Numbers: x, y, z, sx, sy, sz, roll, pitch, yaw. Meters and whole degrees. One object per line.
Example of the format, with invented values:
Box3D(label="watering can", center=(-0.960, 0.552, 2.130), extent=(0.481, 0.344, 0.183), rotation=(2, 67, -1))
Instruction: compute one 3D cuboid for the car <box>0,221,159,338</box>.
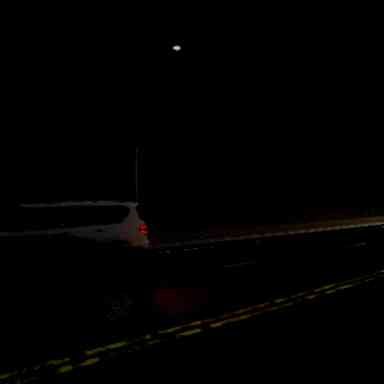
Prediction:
Box3D(label="car", center=(-2.974, 1.489, 5.583), extent=(5.008, 1.535, 1.882), rotation=(1, 0, -36))

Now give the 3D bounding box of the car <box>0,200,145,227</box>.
Box3D(label="car", center=(-3.850, 1.248, 8.949), extent=(5.566, 2.045, 2.150), rotation=(1, 0, -36))
